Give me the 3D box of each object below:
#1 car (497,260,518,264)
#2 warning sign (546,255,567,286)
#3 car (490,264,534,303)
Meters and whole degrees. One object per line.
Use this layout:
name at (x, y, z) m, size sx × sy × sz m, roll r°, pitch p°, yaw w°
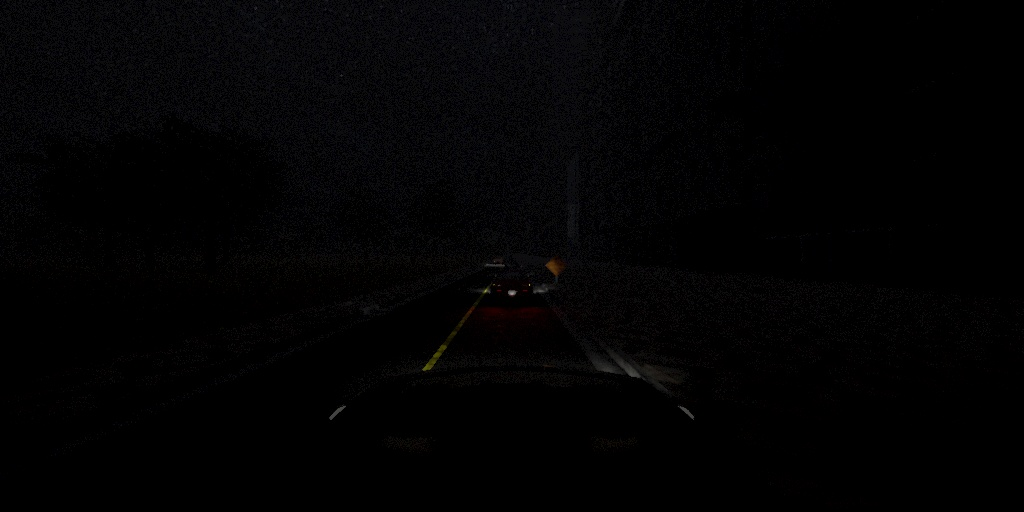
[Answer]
car at (0.000, 1.295, 31.498) m, size 1.994 × 1.385 × 4.181 m, roll 0°, pitch 0°, yaw 0°
warning sign at (2.717, 0.854, 21.870) m, size 1.300 × 1.860 × 1.060 m, roll 0°, pitch 0°, yaw 0°
car at (0.000, 1.278, 16.499) m, size 1.812 × 1.442 × 4.674 m, roll 0°, pitch 0°, yaw 0°
